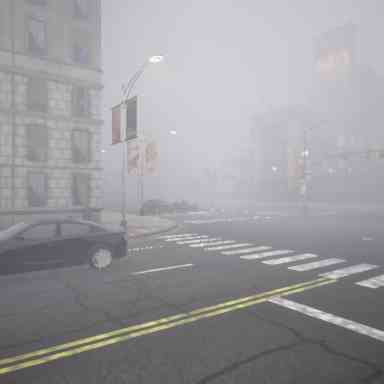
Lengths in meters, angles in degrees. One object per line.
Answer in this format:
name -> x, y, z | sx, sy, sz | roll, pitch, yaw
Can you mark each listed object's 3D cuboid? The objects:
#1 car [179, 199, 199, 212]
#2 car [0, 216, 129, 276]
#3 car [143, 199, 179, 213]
car -> -0.968, 1.564, 38.883 | 1.994, 1.385, 4.181 | 0, 0, -36
car -> -4.296, 1.477, 9.484 | 5.008, 1.535, 1.882 | 0, 0, -36
car -> -3.794, 1.505, 36.817 | 1.837, 1.490, 4.892 | 0, 0, -36
